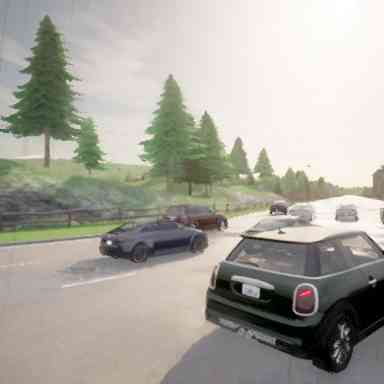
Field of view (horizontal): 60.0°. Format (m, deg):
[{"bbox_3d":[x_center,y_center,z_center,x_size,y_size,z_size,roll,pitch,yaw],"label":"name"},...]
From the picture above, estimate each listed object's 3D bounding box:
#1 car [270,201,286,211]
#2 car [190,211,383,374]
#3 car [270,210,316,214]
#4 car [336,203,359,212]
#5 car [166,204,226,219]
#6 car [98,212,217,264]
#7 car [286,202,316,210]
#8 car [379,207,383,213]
[{"bbox_3d":[10.329,1.806,38.491,1.837,1.490,4.892,0,0,26],"label":"car"},{"bbox_3d":[2.409,1.400,6.017,4.553,1.767,2.097,0,-1,-41],"label":"car"},{"bbox_3d":[3.624,1.626,12.606,1.812,1.442,4.674,0,0,41],"label":"car"},{"bbox_3d":[14.688,1.773,31.496,1.812,1.442,4.674,0,0,26],"label":"car"},{"bbox_3d":[0.204,1.506,19.547,2.097,1.767,4.553,0,-1,38],"label":"car"},{"bbox_3d":[-1.319,1.662,12.415,4.181,1.385,1.994,0,-1,-44],"label":"car"},{"bbox_3d":[10.032,1.761,29.975,1.812,1.442,4.674,0,0,27],"label":"car"},{"bbox_3d":[16.101,1.685,26.378,1.882,1.535,5.008,0,0,26],"label":"car"}]
